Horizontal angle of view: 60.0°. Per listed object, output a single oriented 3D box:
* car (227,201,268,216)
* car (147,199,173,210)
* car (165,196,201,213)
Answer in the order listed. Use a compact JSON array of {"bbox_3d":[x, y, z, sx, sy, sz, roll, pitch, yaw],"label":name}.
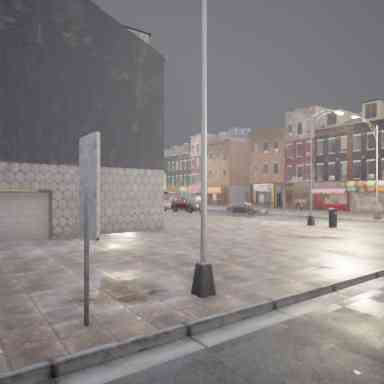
[{"bbox_3d":[5.435,1.609,33.299,1.812,1.442,4.674,0,0,-36],"label":"car"},{"bbox_3d":[-4.626,1.713,47.442,1.994,1.385,4.181,0,0,-35],"label":"car"},{"bbox_3d":[-0.477,1.413,37.201,2.192,1.841,5.009,0,0,-36],"label":"car"}]
